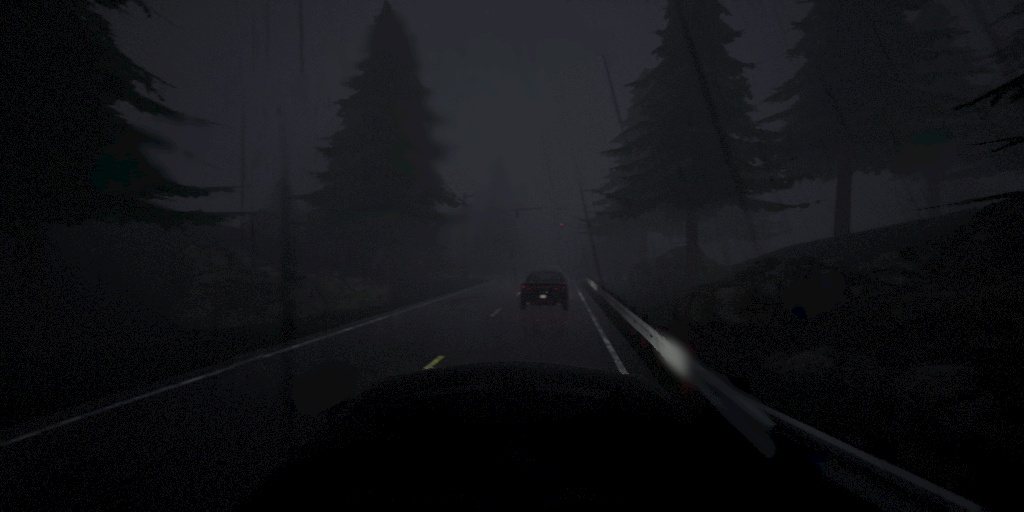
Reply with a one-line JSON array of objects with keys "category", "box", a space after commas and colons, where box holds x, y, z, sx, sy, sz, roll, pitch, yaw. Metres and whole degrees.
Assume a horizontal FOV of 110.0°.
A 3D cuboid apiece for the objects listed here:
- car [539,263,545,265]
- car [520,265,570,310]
[{"category": "car", "box": [3.516, 1.559, 30.502, 1.812, 1.442, 4.674, 0, 0, 8]}, {"category": "car", "box": [1.499, 1.365, 15.735, 1.882, 1.535, 5.008, 0, 0, 8]}]
